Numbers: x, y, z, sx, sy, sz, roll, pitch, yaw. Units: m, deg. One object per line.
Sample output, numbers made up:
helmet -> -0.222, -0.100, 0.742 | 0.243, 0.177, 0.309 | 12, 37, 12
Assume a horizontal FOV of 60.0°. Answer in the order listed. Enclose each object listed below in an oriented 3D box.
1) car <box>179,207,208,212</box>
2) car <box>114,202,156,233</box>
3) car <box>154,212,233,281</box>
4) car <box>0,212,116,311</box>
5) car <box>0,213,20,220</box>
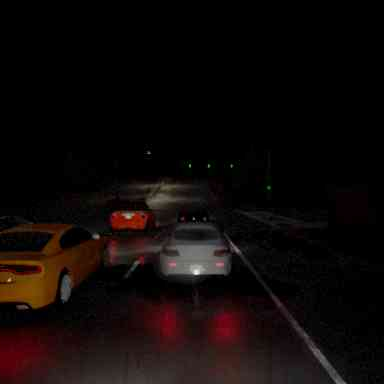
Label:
car -> 0.099, 1.599, 21.702 | 1.895, 1.301, 4.718 | 0, 0, 0
car -> -3.400, 1.350, 19.909 | 2.097, 1.767, 4.553 | 0, 0, 0
car -> 0.097, 1.525, 9.695 | 1.812, 1.442, 4.674 | 0, 0, 0
car -> -3.402, 1.477, 7.912 | 1.882, 1.535, 5.008 | 0, 0, 0
car -> -6.901, 1.491, 11.671 | 2.128, 1.511, 4.902 | 0, 0, 0
